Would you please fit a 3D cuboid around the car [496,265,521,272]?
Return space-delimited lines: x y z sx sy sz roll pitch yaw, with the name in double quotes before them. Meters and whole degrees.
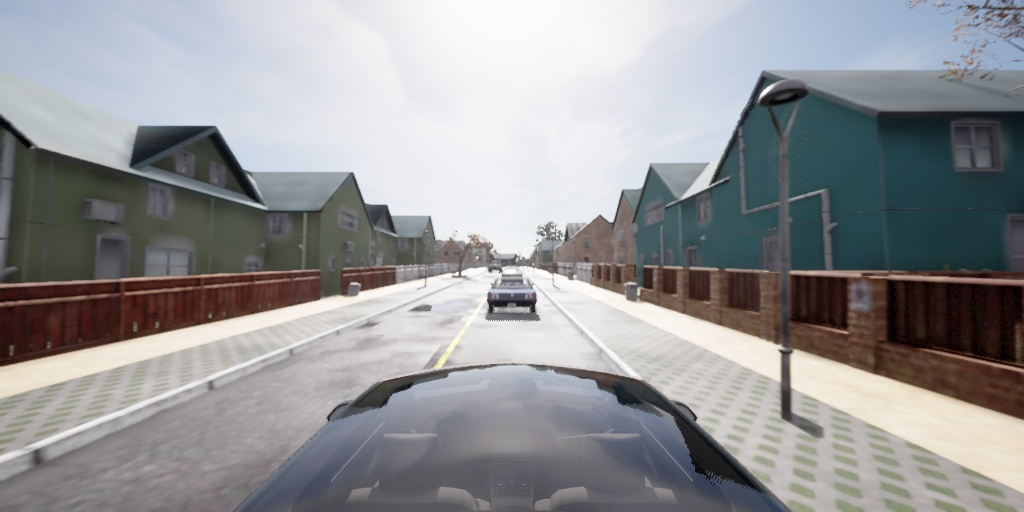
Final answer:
"car" 0.007 1.663 29.459 2.033 1.411 5.357 0 -1 0

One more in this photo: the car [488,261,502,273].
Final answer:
"car" -2.814 1.796 60.398 2.150 2.045 5.566 0 -1 0

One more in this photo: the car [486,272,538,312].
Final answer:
"car" 0.013 1.523 15.153 1.895 1.301 4.718 0 -1 0
